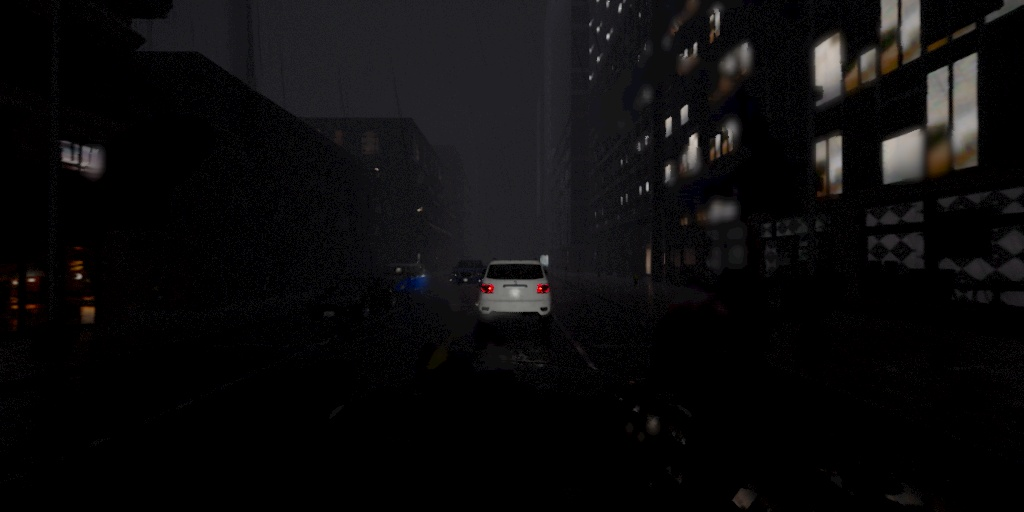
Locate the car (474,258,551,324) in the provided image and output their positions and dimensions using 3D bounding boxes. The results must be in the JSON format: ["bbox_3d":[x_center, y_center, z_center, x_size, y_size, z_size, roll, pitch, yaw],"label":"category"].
[{"bbox_3d":[0.101,1.099,12.629,2.150,2.045,5.566,0,0,0],"label":"car"}]

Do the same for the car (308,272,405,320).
[{"bbox_3d":[-5.677,1.448,13.299,1.948,1.339,4.313,0,0,0],"label":"car"}]

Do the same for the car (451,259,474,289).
[{"bbox_3d":[-3.068,1.256,26.499,2.150,2.045,5.566,0,-1,0],"label":"car"}]

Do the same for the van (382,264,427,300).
[{"bbox_3d":[-5.668,1.288,18.947,1.690,1.789,3.998,0,0,0],"label":"van"}]
